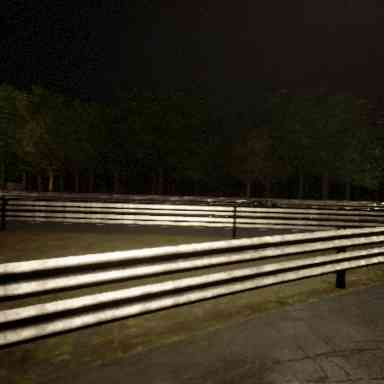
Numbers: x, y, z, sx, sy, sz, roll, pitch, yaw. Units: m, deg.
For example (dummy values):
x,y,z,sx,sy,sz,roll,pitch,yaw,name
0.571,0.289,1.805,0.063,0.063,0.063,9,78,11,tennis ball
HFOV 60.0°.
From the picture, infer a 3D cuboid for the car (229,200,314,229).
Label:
x,y,z,sx,sy,sz,roll,pitch,yaw,name
4.685,1.292,19.764,4.892,1.490,1.837,2,0,1,car
